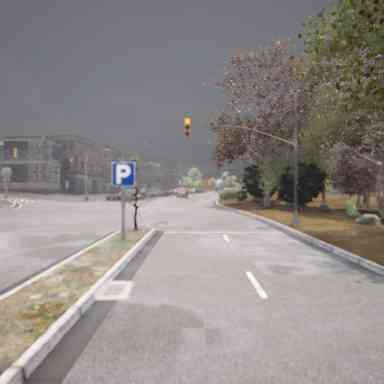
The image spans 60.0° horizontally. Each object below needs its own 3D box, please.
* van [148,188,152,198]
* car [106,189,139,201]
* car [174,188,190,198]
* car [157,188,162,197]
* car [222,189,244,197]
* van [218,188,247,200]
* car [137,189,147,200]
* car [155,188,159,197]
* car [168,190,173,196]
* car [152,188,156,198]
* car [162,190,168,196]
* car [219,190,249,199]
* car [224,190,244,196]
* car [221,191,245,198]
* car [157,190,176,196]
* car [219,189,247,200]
[{"bbox_3d":[-10.461,0.358,63.454,4.442,1.987,1.878,-1,0,-14],"label":"van"},{"bbox_3d":[-11.634,0.726,54.469,4.792,1.488,2.163,-1,1,-15],"label":"car"},{"bbox_3d":[-2.054,0.525,69.451,1.812,1.442,4.674,0,1,7],"label":"car"},{"bbox_3d":[-9.519,0.521,72.427,4.674,1.452,2.002,-1,0,-13],"label":"car"},{"bbox_3d":[9.199,0.258,74.800,4.553,1.767,2.185,0,1,-12],"label":"car"},{"bbox_3d":[7.085,0.375,57.124,4.442,1.987,1.878,0,1,-14],"label":"van"},{"bbox_3d":[-10.999,0.649,57.463,5.366,1.575,1.946,-1,0,-15],"label":"car"},{"bbox_3d":[-9.880,0.556,69.425,4.674,1.452,2.002,-1,1,-13],"label":"car"},{"bbox_3d":[-8.284,0.123,81.416,5.566,2.045,2.435,-1,0,-12],"label":"car"},{"bbox_3d":[-10.243,0.552,66.428,4.892,1.521,2.231,-1,0,-14],"label":"car"},{"bbox_3d":[-8.724,0.450,78.412,4.674,1.452,2.002,-1,1,-12],"label":"car"},{"bbox_3d":[7.984,0.527,63.092,5.366,1.575,1.946,0,1,-13],"label":"car"},{"bbox_3d":[10.904,0.267,86.516,4.792,1.488,2.163,0,1,-11],"label":"car"},{"bbox_3d":[8.479,0.497,68.933,4.674,1.452,2.002,0,1,-13],"label":"car"},{"bbox_3d":[-6.928,0.269,90.362,5.008,1.535,2.097,-1,1,-11],"label":"car"},{"bbox_3d":[7.458,0.440,60.095,4.553,1.767,2.185,0,1,-14],"label":"car"}]
